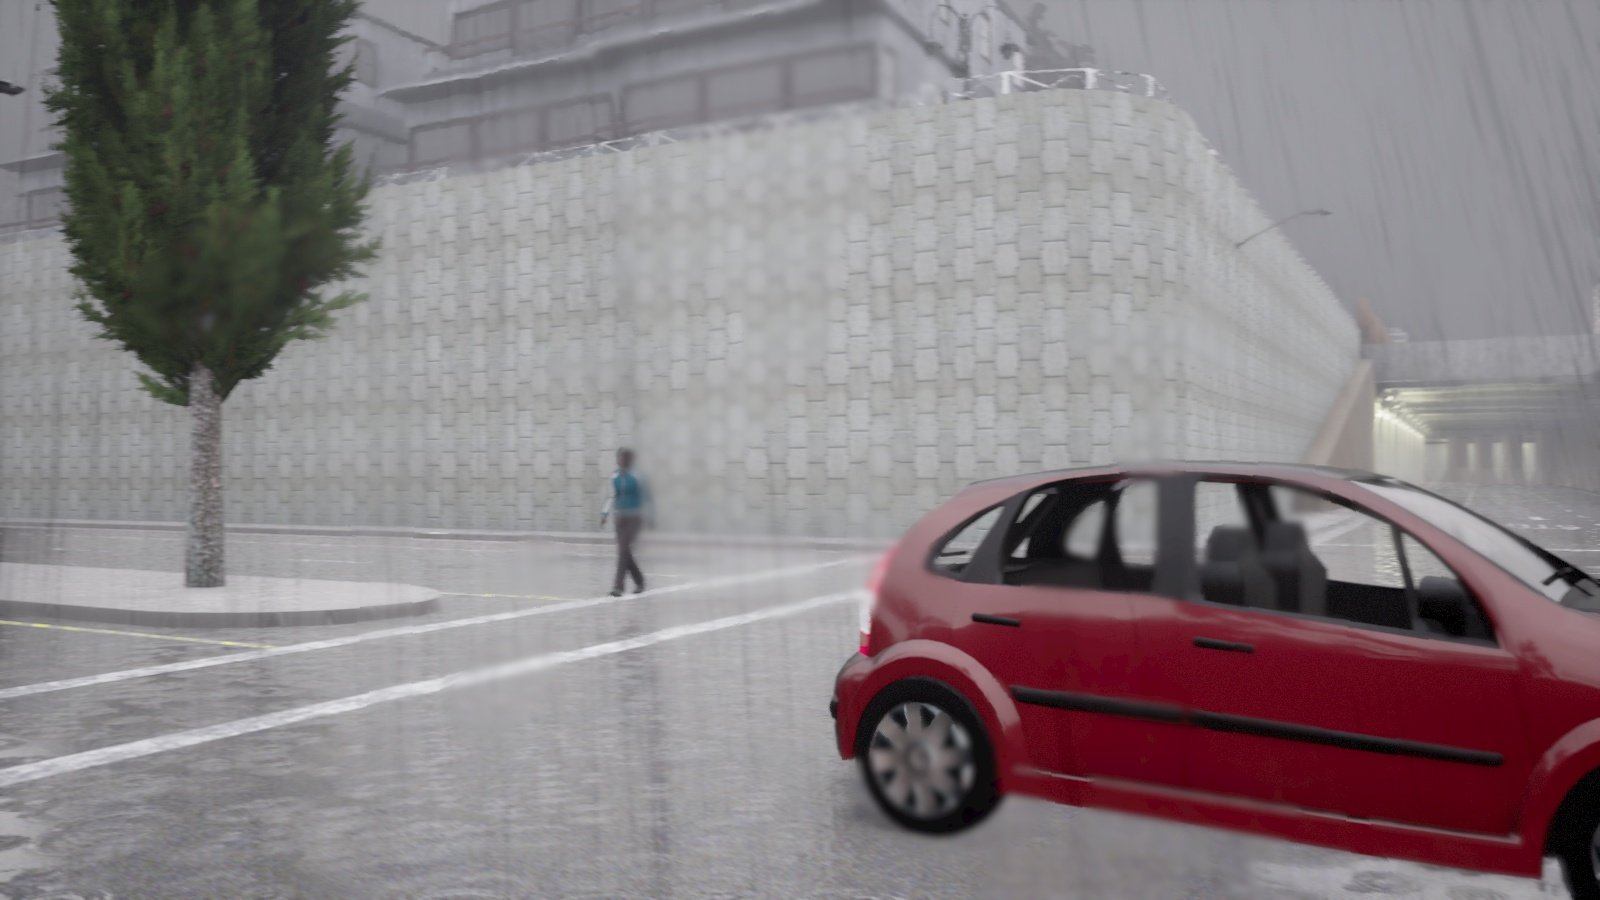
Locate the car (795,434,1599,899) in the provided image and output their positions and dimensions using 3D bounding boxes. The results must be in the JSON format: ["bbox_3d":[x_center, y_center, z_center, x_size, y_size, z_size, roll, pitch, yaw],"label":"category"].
[{"bbox_3d":[2.143,0.788,5.269,3.988,1.617,1.851,-1,-1,36],"label":"car"}]

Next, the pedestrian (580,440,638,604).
[{"bbox_3d":[-2.301,0.857,15.167,0.396,1.930,0.692,-1,-1,19],"label":"pedestrian"}]
